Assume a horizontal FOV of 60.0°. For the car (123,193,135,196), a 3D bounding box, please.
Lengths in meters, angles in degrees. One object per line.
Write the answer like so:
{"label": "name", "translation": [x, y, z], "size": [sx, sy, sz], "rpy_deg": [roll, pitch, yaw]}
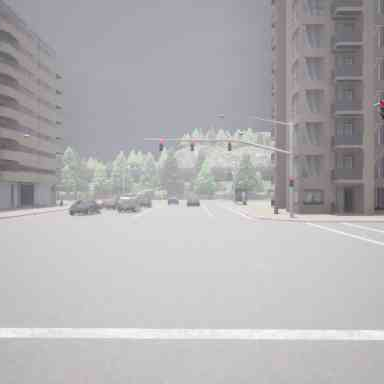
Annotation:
{"label": "car", "translation": [-10.435, 1.221, 54.452], "size": [2.150, 2.045, 5.566], "rpy_deg": [0, 0, 1]}

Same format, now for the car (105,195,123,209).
{"label": "car", "translation": [-10.490, 1.525, 43.021], "size": [1.812, 1.442, 4.674], "rpy_deg": [0, 0, 0]}

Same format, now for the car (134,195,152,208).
{"label": "car", "translation": [-6.956, 1.564, 48.240], "size": [1.994, 1.385, 4.181], "rpy_deg": [0, 0, 1]}

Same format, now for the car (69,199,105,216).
{"label": "car", "translation": [-10.547, 1.507, 32.922], "size": [1.837, 1.490, 4.892], "rpy_deg": [0, 0, 2]}

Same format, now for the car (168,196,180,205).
{"label": "car", "translation": [-3.369, 1.526, 60.049], "size": [1.812, 1.442, 4.674], "rpy_deg": [0, 0, 0]}

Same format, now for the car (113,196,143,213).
{"label": "car", "translation": [-6.997, 1.507, 37.088], "size": [1.837, 1.490, 4.892], "rpy_deg": [0, -1, 0]}

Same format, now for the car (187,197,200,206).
{"label": "car", "translation": [0.219, 1.564, 54.212], "size": [1.994, 1.385, 4.181], "rpy_deg": [0, 0, 0]}
